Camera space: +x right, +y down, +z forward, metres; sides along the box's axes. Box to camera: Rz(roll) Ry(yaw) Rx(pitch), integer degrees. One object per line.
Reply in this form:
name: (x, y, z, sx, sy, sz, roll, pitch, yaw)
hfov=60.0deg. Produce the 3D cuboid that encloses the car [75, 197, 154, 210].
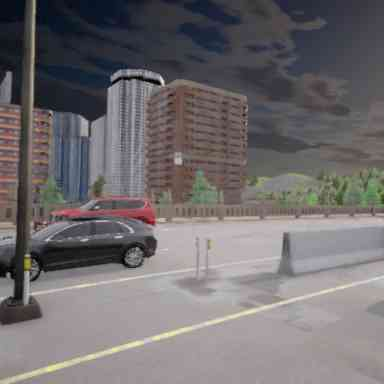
car: (-4.559, 1.266, 17.414, 5.566, 2.045, 2.150, 2, -1, -35)

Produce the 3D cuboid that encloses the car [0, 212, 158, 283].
car: (-3.349, 1.503, 9.684, 4.892, 1.490, 1.837, 1, -1, -35)

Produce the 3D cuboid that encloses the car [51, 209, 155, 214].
car: (-3.724, 1.583, 13.712, 4.181, 1.385, 1.994, 1, -1, -35)
